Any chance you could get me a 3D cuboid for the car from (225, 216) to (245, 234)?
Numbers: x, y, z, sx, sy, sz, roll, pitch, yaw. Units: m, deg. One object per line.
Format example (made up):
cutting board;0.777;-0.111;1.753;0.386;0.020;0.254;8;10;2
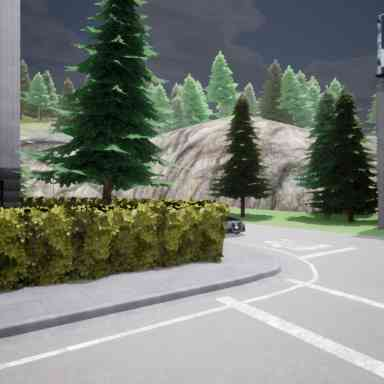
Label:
car;1.079;1.740;19.501;1.994;1.385;4.181;0;0;-42
